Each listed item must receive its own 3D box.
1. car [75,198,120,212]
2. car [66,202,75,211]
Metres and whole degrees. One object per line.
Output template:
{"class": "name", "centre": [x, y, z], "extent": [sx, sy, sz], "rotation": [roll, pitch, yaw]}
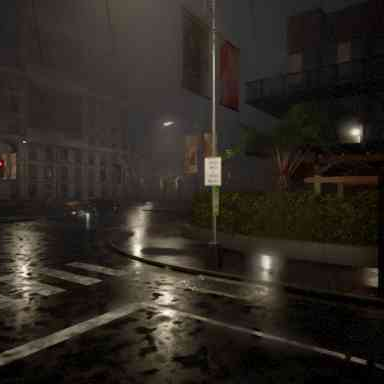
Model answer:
{"class": "car", "centre": [-10.553, 1.505, 38.334], "extent": [1.837, 1.490, 4.892], "rotation": [0, 0, 36]}
{"class": "car", "centre": [-13.050, 1.478, 40.877], "extent": [1.882, 1.535, 5.008], "rotation": [0, 0, 35]}
